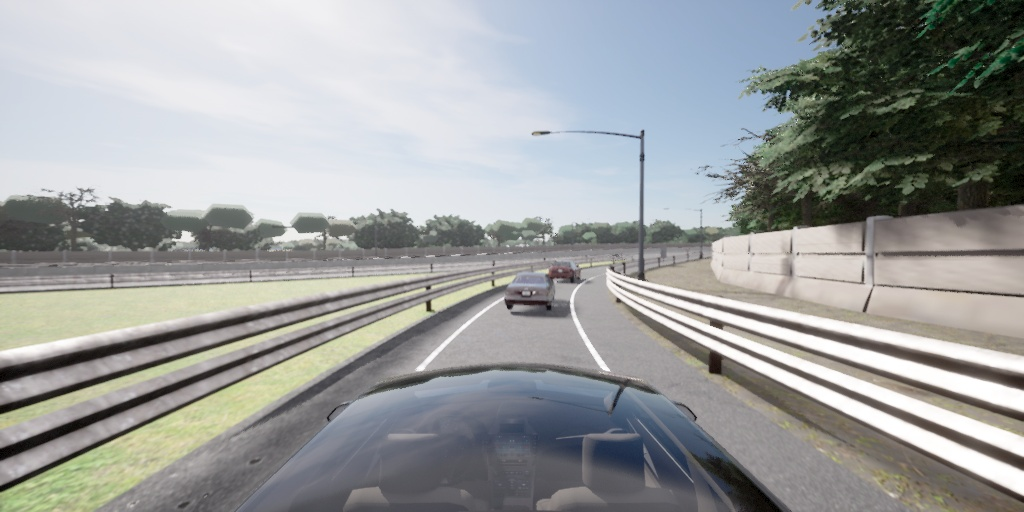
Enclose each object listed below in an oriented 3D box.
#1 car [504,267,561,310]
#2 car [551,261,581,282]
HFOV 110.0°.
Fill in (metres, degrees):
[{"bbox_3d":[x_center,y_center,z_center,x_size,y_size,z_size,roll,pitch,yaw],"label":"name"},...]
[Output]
[{"bbox_3d":[0.892,1.400,15.451,2.033,1.411,5.357,0,0,9],"label":"car"},{"bbox_3d":[4.435,1.152,29.773,2.097,1.767,4.553,1,1,19],"label":"car"}]
